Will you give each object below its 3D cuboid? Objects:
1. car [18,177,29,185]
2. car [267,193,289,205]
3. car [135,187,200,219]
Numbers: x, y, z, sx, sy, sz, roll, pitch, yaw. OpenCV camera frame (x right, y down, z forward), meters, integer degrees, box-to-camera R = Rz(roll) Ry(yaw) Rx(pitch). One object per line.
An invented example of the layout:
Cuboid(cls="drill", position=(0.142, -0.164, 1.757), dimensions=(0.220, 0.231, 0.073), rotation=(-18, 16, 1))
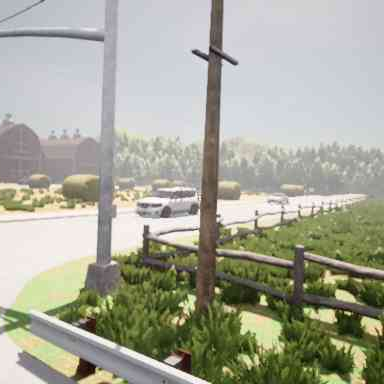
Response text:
Cuboid(cls="car", position=(-39.951, -2.566, 79.245), dimensions=(1.905, 1.878, 3.866), rotation=(8, 2, -14))
Cuboid(cls="car", position=(11.214, 0.872, 43.083), dimensions=(1.812, 1.442, 4.674), rotation=(3, 2, 33))
Cuboid(cls="car", position=(-1.550, 0.740, 23.303), dimensions=(2.150, 2.045, 5.566), rotation=(3, 4, 33))
